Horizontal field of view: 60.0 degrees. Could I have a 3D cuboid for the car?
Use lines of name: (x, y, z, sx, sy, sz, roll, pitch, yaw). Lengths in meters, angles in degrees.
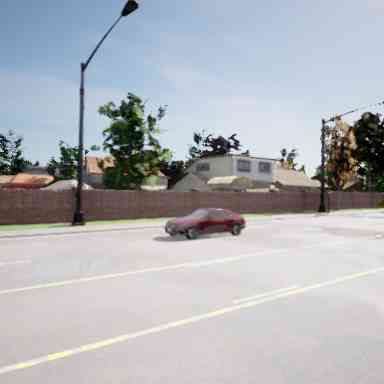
car: (0.812, 1.575, 17.347, 4.674, 1.442, 1.812, 0, 0, -36)
